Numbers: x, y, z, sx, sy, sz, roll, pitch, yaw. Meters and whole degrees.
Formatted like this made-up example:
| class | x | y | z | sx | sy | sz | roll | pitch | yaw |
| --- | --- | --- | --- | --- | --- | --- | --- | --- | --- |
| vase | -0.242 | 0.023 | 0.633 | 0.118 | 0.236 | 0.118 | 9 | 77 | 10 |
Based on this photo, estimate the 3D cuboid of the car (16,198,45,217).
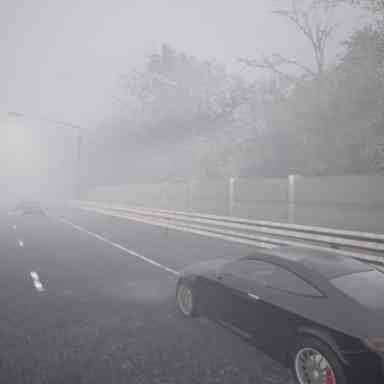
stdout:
| class | x | y | z | sx | sy | sz | roll | pitch | yaw |
| --- | --- | --- | --- | --- | --- | --- | --- | --- | --- |
| car | -14.783 | 1.501 | 30.787 | 2.033 | 1.411 | 5.357 | 1 | 0 | -30 |

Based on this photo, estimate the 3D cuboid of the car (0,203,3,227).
| class | x | y | z | sx | sy | sz | roll | pitch | yaw |
| --- | --- | --- | --- | --- | --- | --- | --- | --- | --- |
| car | -11.314 | 1.490 | 17.863 | 2.033 | 1.411 | 5.357 | 1 | 0 | -30 |

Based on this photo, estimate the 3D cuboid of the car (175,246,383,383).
| class | x | y | z | sx | sy | sz | roll | pitch | yaw |
| --- | --- | --- | --- | --- | --- | --- | --- | --- | --- |
| car | 1.428 | 1.569 | 5.098 | 1.812 | 1.442 | 4.674 | 1 | 0 | -30 |

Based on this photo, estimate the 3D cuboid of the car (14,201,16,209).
| class | x | y | z | sx | sy | sz | roll | pitch | yaw |
| --- | --- | --- | --- | --- | --- | --- | --- | --- | --- |
| car | -20.429 | 1.457 | 40.407 | 1.812 | 1.442 | 4.674 | 1 | 0 | -29 |
